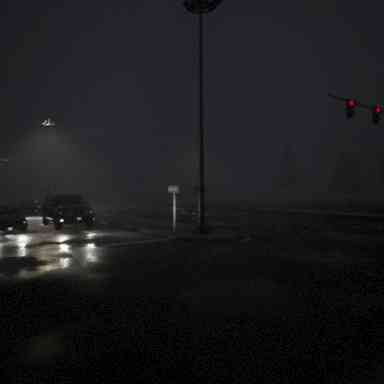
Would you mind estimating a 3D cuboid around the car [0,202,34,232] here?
[{"bbox_3d":[-10.997,1.532,19.514,2.033,1.411,5.357,-1,0,-35],"label":"car"}]

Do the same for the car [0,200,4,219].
[{"bbox_3d":[-18.044,1.511,29.597,1.812,1.442,4.674,-1,1,-35],"label":"car"}]

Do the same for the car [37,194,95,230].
[{"bbox_3d":[-8.124,1.181,21.516,2.150,2.045,5.566,-1,0,-35],"label":"car"}]

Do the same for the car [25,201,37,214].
[{"bbox_3d":[-15.133,1.523,31.539,1.994,1.385,4.181,-1,0,-35],"label":"car"}]
